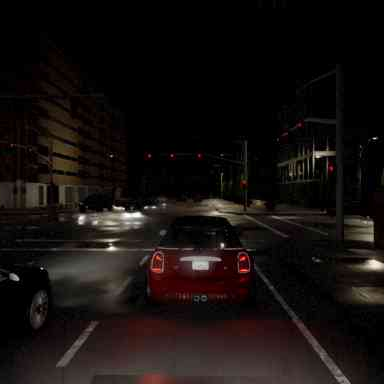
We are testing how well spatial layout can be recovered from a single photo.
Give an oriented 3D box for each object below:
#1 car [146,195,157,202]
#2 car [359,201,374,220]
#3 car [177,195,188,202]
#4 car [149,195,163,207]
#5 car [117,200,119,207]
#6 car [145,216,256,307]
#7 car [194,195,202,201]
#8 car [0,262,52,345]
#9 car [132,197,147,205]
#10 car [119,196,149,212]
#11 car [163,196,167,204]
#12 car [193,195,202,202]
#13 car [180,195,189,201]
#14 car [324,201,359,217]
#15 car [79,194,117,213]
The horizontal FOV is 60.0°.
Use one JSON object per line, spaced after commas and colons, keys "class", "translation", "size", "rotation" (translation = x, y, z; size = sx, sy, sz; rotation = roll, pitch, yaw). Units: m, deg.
{"class": "car", "translation": [-9.181, 1.471, 75.673], "size": [1.994, 1.385, 4.181], "rotation": [0, 0, 2]}
{"class": "car", "translation": [16.702, 1.603, 26.497], "size": [5.357, 1.411, 2.033], "rotation": [0, 0, 1]}
{"class": "car", "translation": [-2.228, 1.524, 73.881], "size": [2.128, 1.511, 4.902], "rotation": [0, 0, 2]}
{"class": "car", "translation": [-6.448, 1.548, 52.962], "size": [2.033, 1.411, 5.357], "rotation": [0, 0, 2]}
{"class": "car", "translation": [-10.032, 1.564, 49.784], "size": [1.994, 1.385, 4.181], "rotation": [0, 0, 1]}
{"class": "car", "translation": [0.223, 1.352, 8.139], "size": [2.097, 1.767, 4.553], "rotation": [0, 0, 2]}
{"class": "car", "translation": [1.576, 1.478, 84.013], "size": [1.882, 1.535, 5.008], "rotation": [0, 0, 2]}
{"class": "car", "translation": [-3.395, 1.492, 3.911], "size": [2.128, 1.511, 4.902], "rotation": [0, 0, 1]}
{"class": "car", "translation": [-9.662, 1.601, 61.692], "size": [1.895, 1.301, 4.718], "rotation": [0, 0, 2]}
{"class": "car", "translation": [-6.566, 1.493, 38.361], "size": [2.128, 1.511, 4.902], "rotation": [0, 0, -1]}
{"class": "car", "translation": [-6.036, 1.526, 65.106], "size": [1.812, 1.442, 4.674], "rotation": [0, 0, 2]}
{"class": "car", "translation": [1.271, 1.478, 73.859], "size": [1.882, 1.535, 5.008], "rotation": [0, 0, 2]}
{"class": "car", "translation": [-1.927, 1.540, 83.967], "size": [2.033, 1.411, 5.357], "rotation": [0, 0, 2]}
{"class": "car", "translation": [14.516, 1.547, 30.045], "size": [4.902, 1.511, 2.128], "rotation": [0, 0, 1]}
{"class": "car", "translation": [-10.646, 1.227, 37.362], "size": [2.150, 2.045, 5.566], "rotation": [0, 0, 6]}
